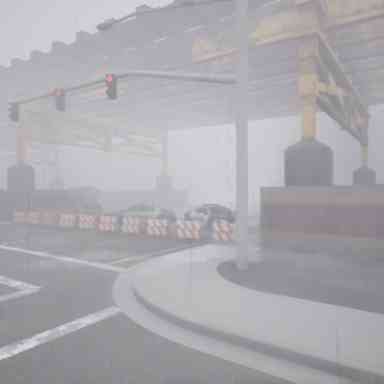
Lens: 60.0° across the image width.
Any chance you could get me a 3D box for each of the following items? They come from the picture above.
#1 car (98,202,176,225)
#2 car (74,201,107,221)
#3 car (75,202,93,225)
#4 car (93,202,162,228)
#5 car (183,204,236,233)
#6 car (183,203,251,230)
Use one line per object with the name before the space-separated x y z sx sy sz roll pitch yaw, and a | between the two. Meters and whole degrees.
car | -3.469 1.318 21.668 4.536 1.218 1.853 0 0 -1
car | -7.289 1.326 24.385 1.853 1.218 4.536 0 0 -11
car | -7.278 1.483 24.334 2.038 1.542 4.974 0 0 -11
car | -3.520 1.476 21.667 4.974 1.542 2.038 0 0 -1
car | 1.307 1.468 19.193 2.038 1.542 4.974 0 0 -26
car | 1.284 1.310 19.240 1.853 1.218 4.536 0 0 -26
